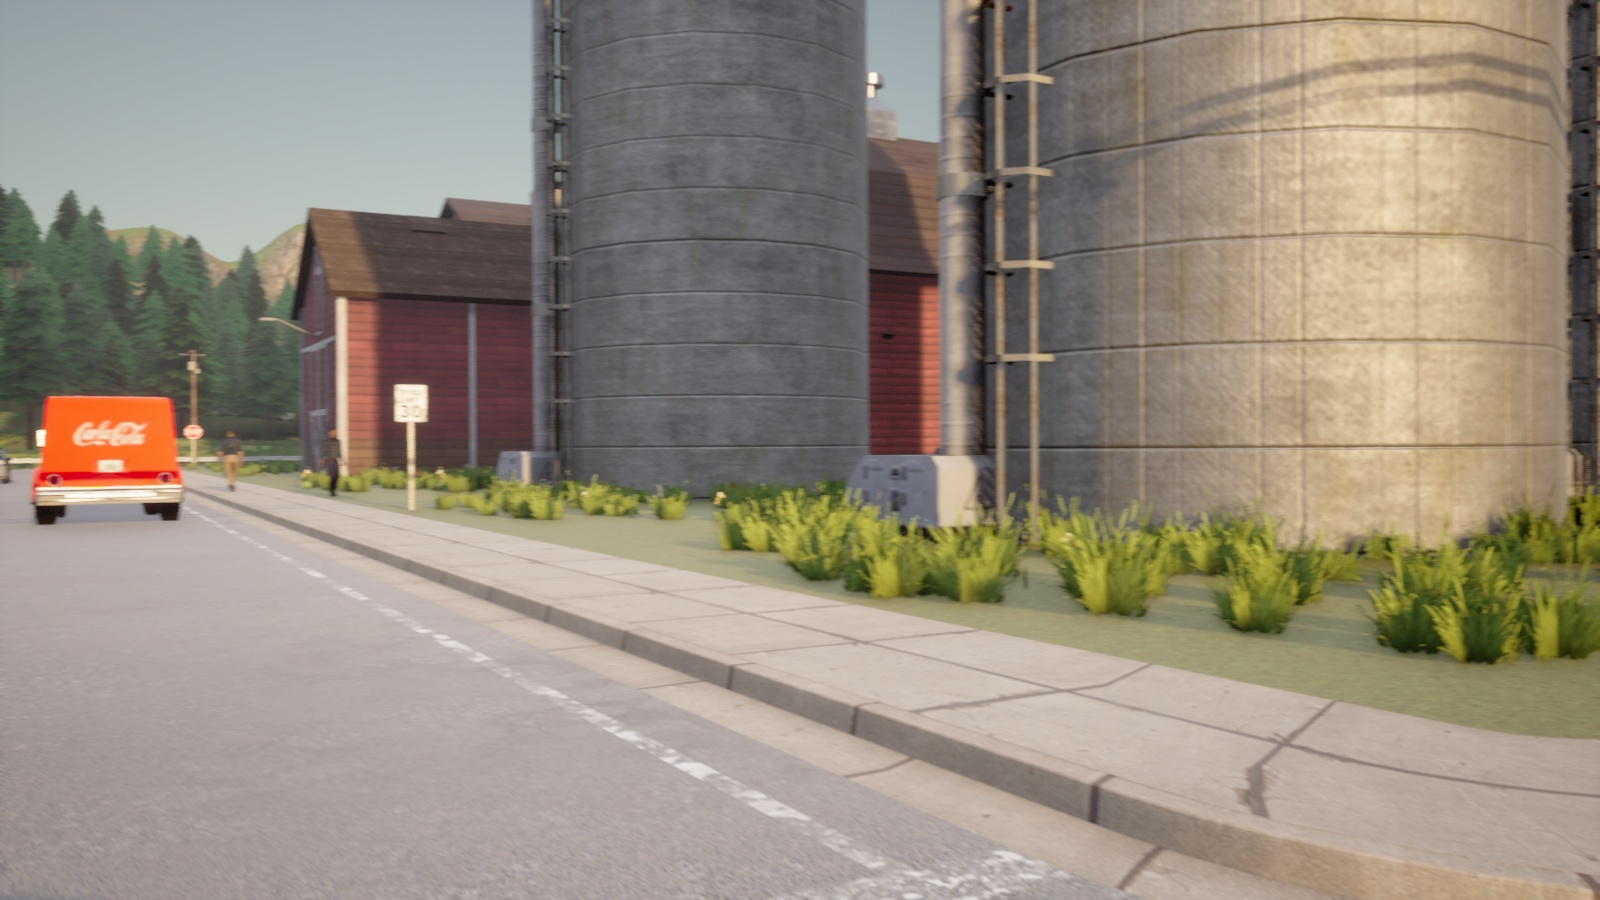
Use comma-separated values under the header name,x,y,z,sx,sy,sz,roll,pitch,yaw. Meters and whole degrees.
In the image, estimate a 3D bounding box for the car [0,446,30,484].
name,x,y,z,sx,sy,sz,roll,pitch,yaw
car,-32.566,0.581,51.219,1.845,1.501,3.633,0,0,-30

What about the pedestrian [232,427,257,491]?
name,x,y,z,sx,sy,sz,roll,pitch,yaw
pedestrian,-16.155,0.248,36.499,0.540,1.848,0.694,0,0,-33

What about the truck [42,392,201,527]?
name,x,y,z,sx,sy,sz,roll,pitch,yaw
truck,-13.995,0.160,25.846,2.627,2.467,5.204,0,0,-30

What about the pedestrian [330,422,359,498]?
name,x,y,z,sx,sy,sz,roll,pitch,yaw
pedestrian,-11.739,0.254,32.365,0.423,1.949,0.788,0,0,-41
